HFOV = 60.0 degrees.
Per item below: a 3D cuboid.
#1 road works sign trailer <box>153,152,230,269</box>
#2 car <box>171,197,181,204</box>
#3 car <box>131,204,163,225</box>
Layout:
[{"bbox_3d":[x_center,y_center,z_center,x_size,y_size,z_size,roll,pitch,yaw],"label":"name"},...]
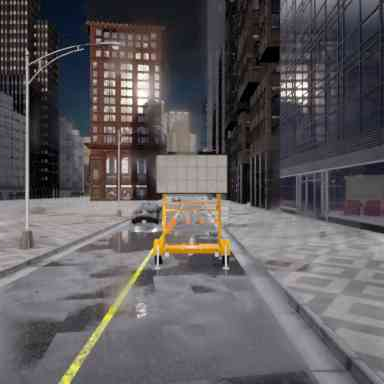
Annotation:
[{"bbox_3d":[-0.004,0.465,11.091,2.380,3.560,2.880,0,0,0],"label":"road works sign trailer"},{"bbox_3d":[-3.028,1.629,64.140,1.812,1.442,4.674,0,0,0],"label":"car"},{"bbox_3d":[-3.112,1.556,24.205,2.033,1.411,5.357,0,0,0],"label":"car"}]
